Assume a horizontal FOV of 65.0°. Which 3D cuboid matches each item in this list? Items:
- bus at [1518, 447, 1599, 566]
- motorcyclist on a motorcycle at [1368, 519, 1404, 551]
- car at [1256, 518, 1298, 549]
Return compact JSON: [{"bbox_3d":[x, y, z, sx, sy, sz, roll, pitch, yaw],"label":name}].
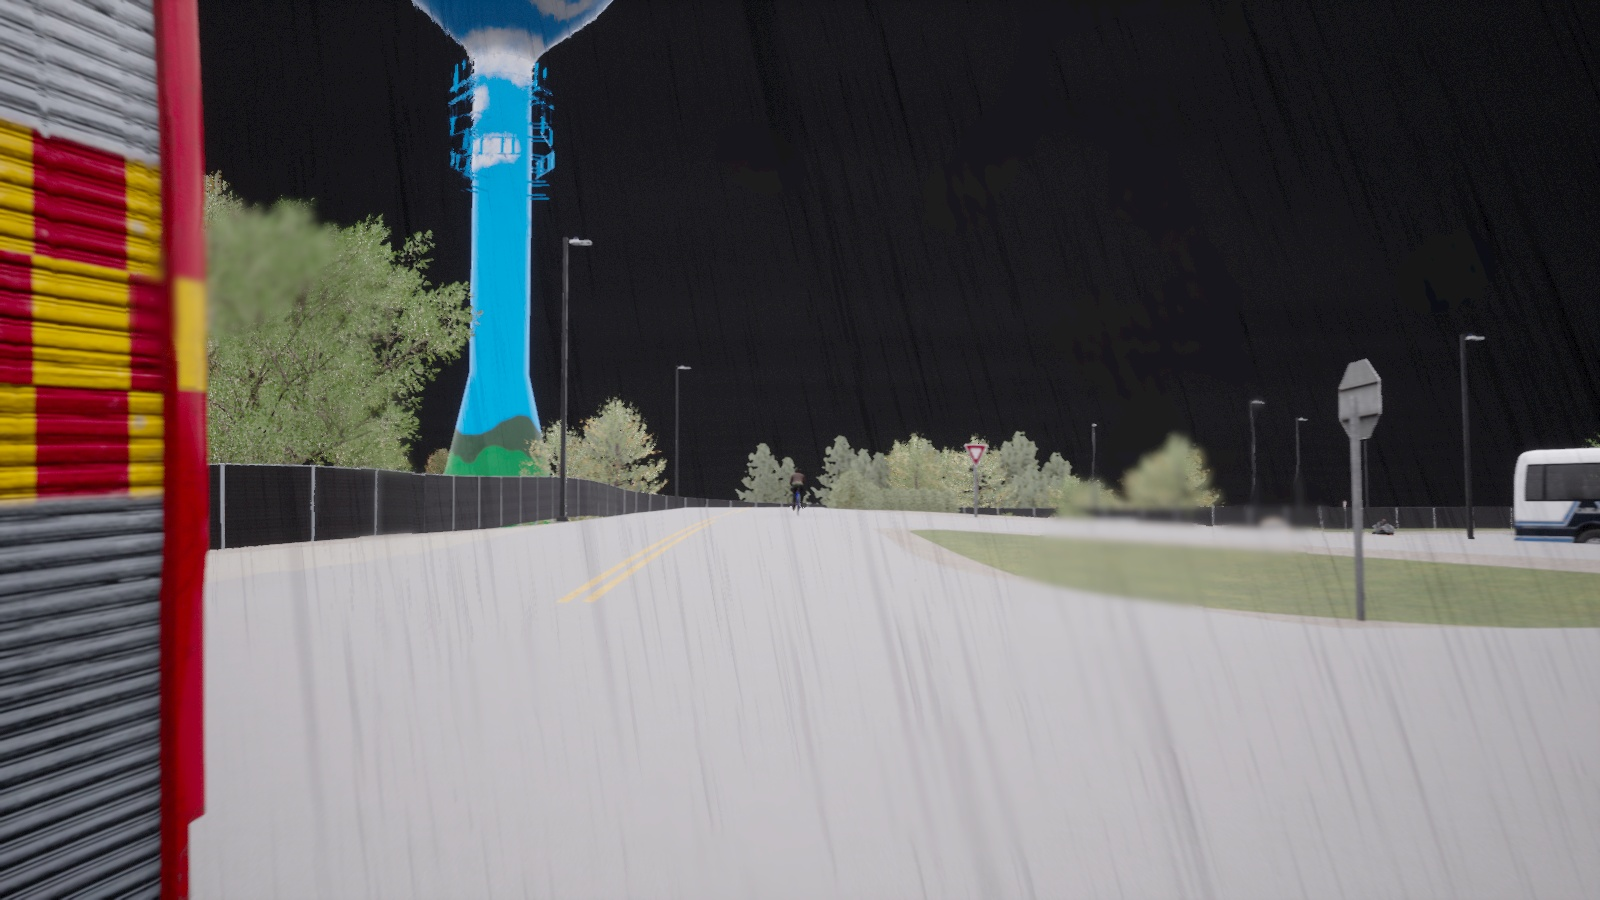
[{"bbox_3d":[31.492,1.972,43.982,3.944,4.253,10.273,1,-3,-32],"label":"bus"},{"bbox_3d":[29.640,4.290,63.542,0.866,1.530,2.191,0,-3,3],"label":"motorcyclist on a motorcycle"},{"bbox_3d":[27.592,4.794,72.785,1.801,1.575,5.366,-6,-4,17],"label":"car"}]
